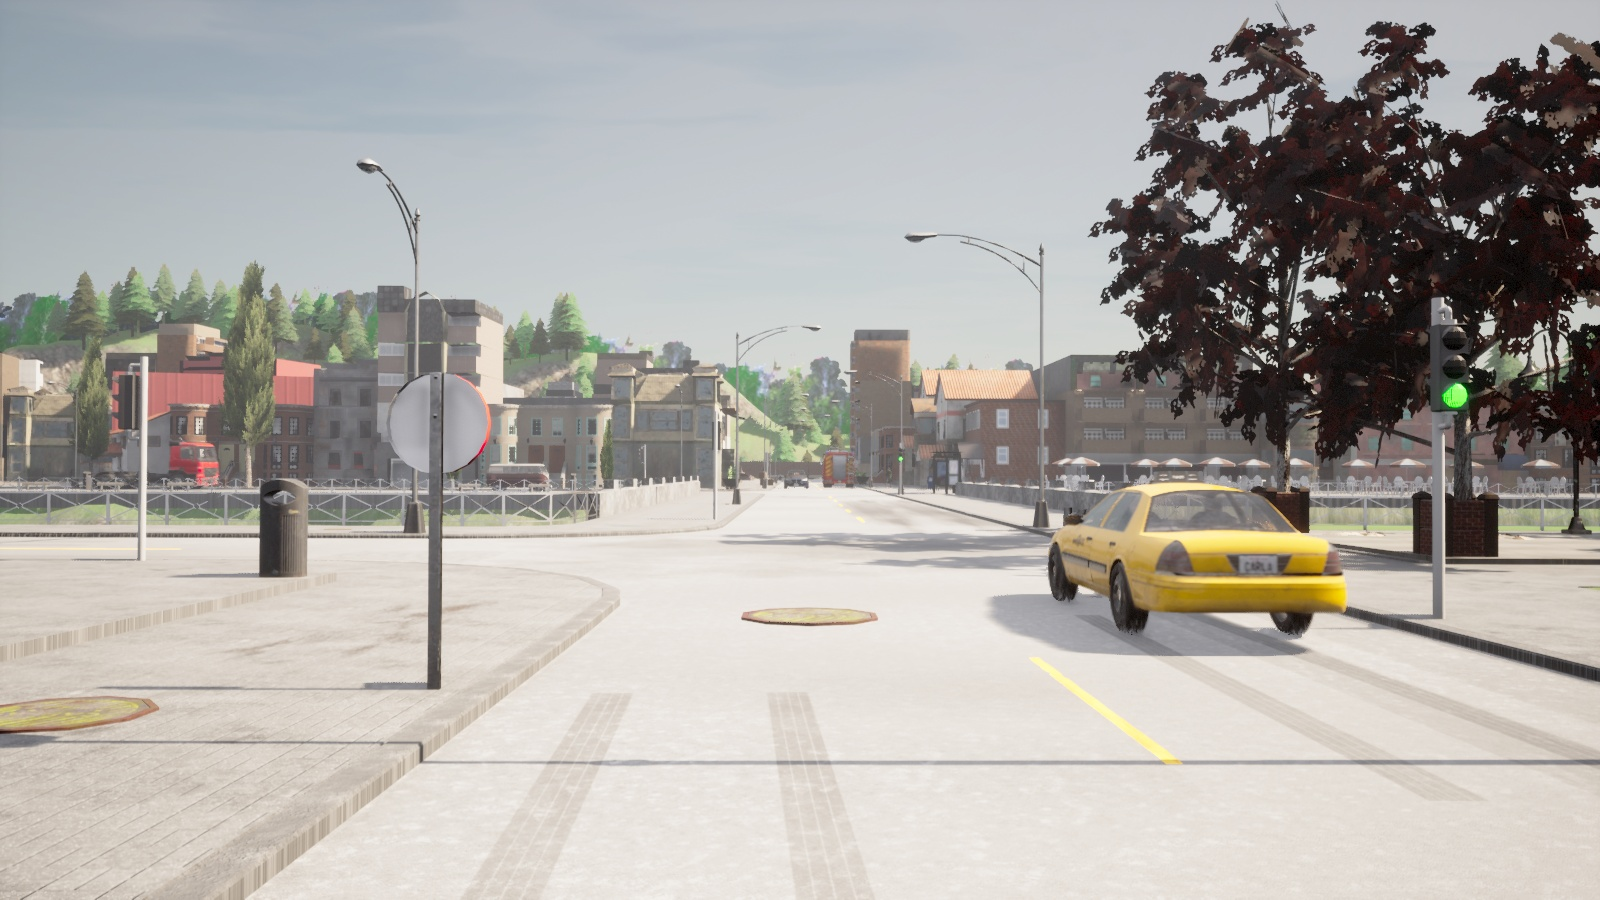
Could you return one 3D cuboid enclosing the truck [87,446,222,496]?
[{"bbox_3d":[-45.073,1.466,87.880,7.936,3.462,2.891,0,-1,0],"label":"truck"}]

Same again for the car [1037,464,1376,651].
[{"bbox_3d":[3.954,0.958,13.331,1.801,1.575,5.366,0,-1,-1],"label":"car"}]

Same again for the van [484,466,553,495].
[{"bbox_3d":[-19.713,2.100,87.932,4.442,1.987,1.775,0,-1,0],"label":"van"}]
